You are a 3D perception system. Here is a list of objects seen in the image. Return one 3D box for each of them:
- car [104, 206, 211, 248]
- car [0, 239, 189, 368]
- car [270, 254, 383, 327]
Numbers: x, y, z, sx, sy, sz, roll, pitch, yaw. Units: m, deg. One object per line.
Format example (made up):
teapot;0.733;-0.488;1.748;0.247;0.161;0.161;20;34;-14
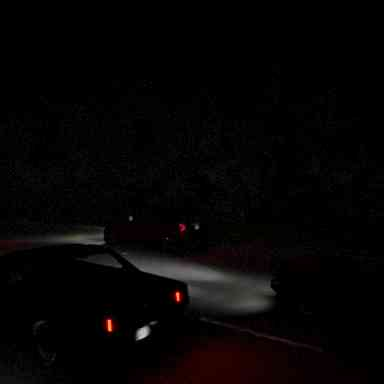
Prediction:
car;-1.538;1.341;13.686;4.553;1.767;2.097;0;0;35
car;-2.459;1.594;5.744;4.718;1.301;1.895;0;0;35
car;3.814;1.601;5.570;4.718;1.301;1.895;0;0;35
